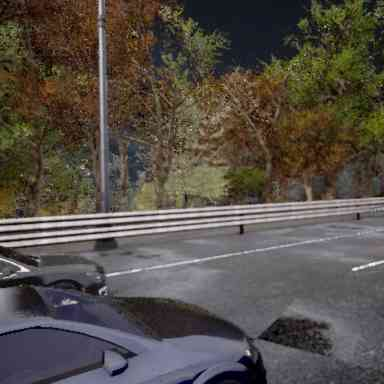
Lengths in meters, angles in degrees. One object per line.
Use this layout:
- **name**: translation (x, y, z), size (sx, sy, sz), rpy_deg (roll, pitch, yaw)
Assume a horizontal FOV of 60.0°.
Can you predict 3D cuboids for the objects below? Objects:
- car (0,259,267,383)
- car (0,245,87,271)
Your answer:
- **car**: translation (-1.345, 1.554, 2.768), size (4.181, 1.385, 1.994), rpy_deg (-1, 1, -35)
- **car**: translation (-3.843, 1.502, 5.294), size (4.892, 1.490, 1.837), rpy_deg (-2, 1, -35)
